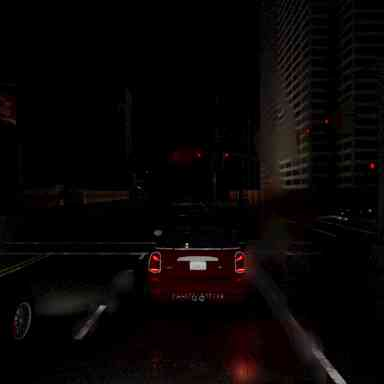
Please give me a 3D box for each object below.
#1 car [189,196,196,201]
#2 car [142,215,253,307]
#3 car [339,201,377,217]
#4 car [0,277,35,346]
[{"bbox_3d":[0.082,1.595,83.494,1.895,1.301,4.718,0,0,0],"label":"car"},{"bbox_3d":[0.108,1.352,8.145,2.097,1.767,4.553,0,0,0],"label":"car"},{"bbox_3d":[16.300,1.547,30.192,5.357,1.411,2.033,0,0,0],"label":"car"},{"bbox_3d":[-3.395,1.526,3.371,1.812,1.442,4.674,0,0,0],"label":"car"}]
